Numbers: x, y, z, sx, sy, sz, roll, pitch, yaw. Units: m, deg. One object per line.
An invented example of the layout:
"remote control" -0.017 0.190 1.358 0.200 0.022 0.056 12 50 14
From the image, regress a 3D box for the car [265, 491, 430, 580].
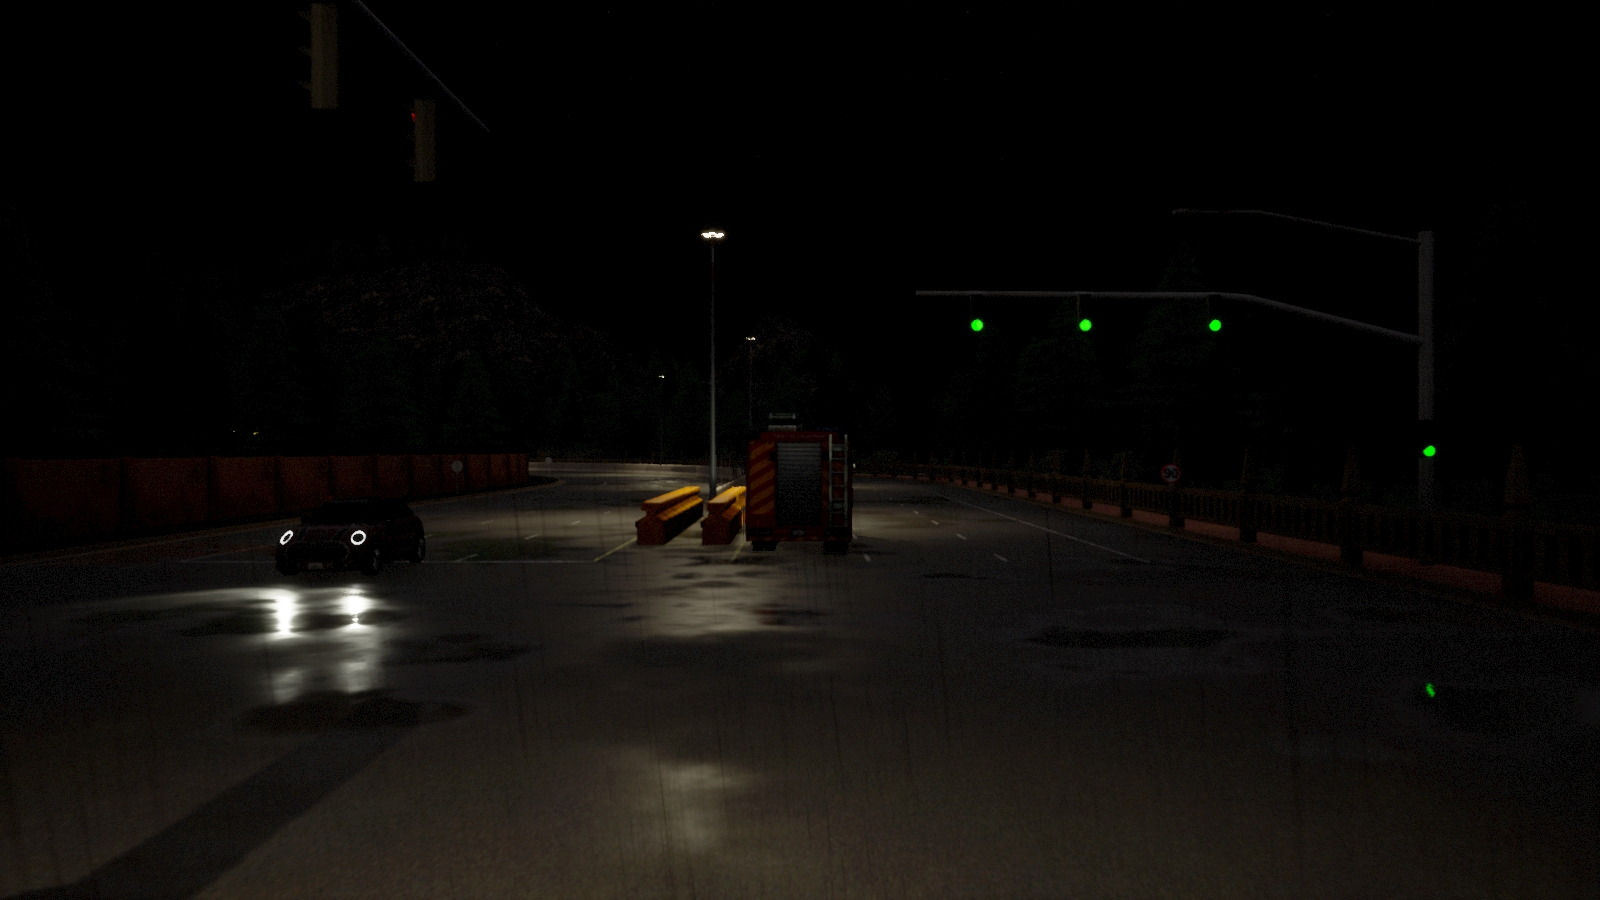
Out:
"car" -10.513 1.926 26.953 2.097 1.767 4.553 0 0 0

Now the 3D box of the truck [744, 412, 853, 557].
"truck" 0.112 0.916 34.568 2.891 3.827 8.468 0 0 2
